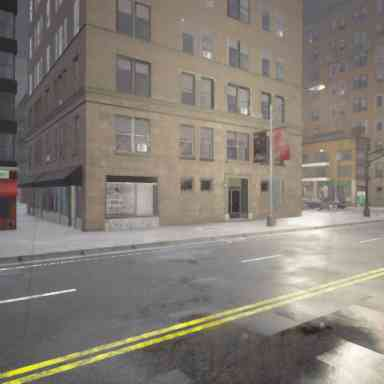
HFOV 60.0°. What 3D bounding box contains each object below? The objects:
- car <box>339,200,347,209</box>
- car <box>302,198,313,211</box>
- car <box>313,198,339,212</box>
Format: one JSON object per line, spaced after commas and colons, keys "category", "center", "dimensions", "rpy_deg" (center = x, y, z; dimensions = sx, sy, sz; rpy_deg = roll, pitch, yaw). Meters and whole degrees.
{"category": "car", "center": [18.072, 1.575, 43.641], "dimensions": [1.947, 1.339, 4.313], "rpy_deg": [0, 0, -35]}
{"category": "car", "center": [11.517, 1.419, 39.014], "dimensions": [1.967, 1.590, 4.097], "rpy_deg": [0, 0, -35]}
{"category": "car", "center": [14.265, 1.480, 39.519], "dimensions": [2.128, 1.511, 4.902], "rpy_deg": [0, 0, -35]}
